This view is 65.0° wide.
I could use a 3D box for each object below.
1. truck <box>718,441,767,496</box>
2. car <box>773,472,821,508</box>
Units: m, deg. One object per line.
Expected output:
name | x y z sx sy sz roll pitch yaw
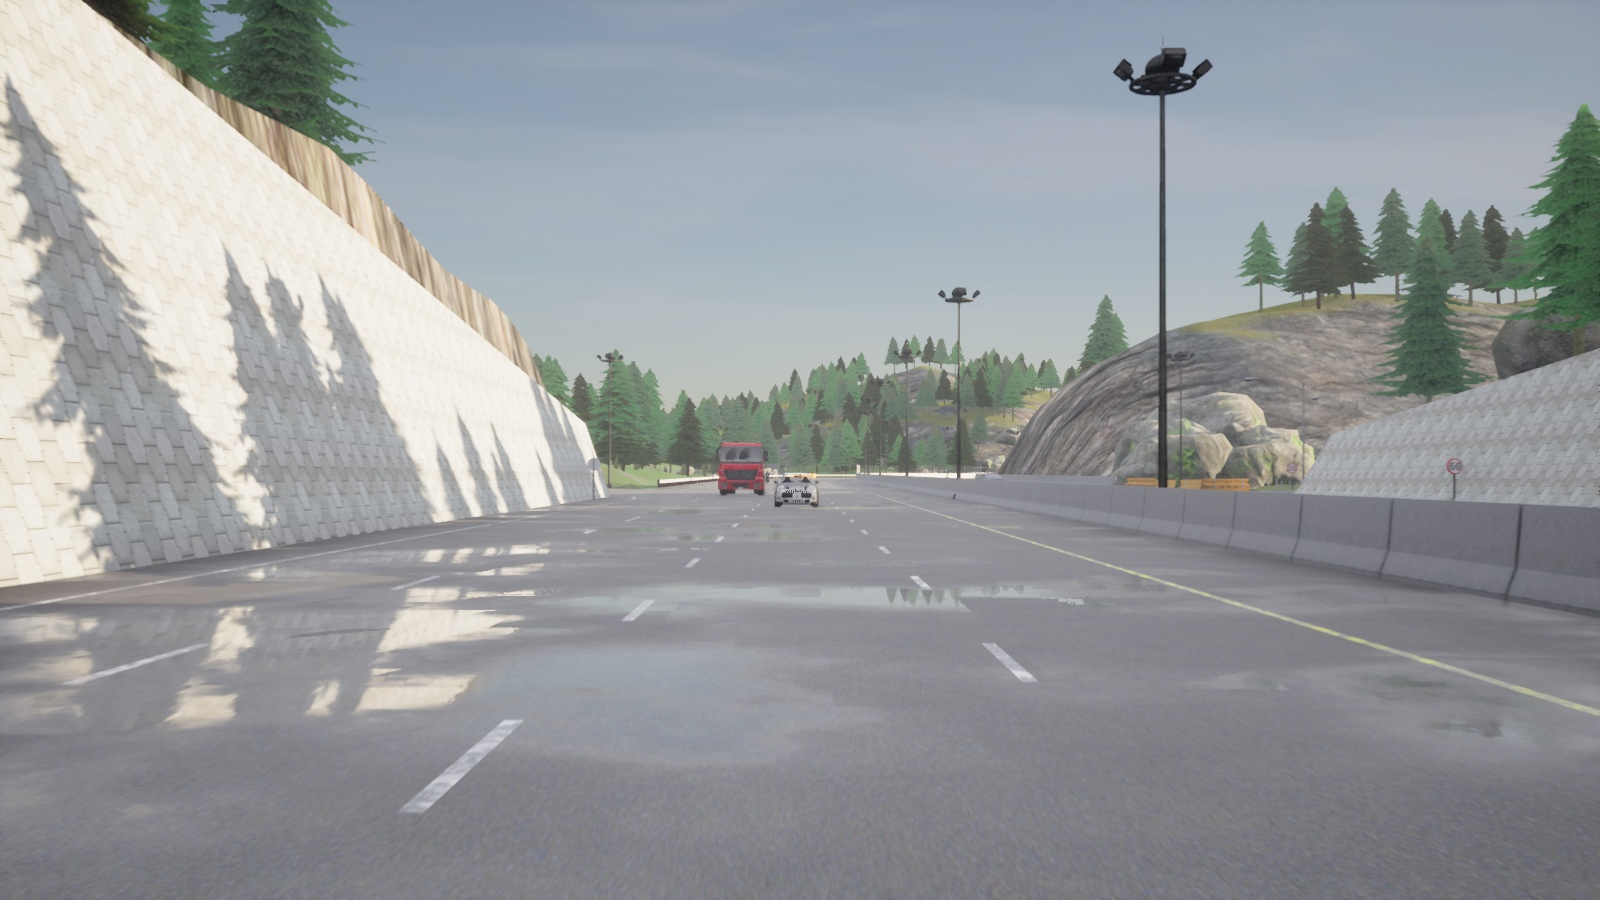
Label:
truck | -3.704 1.228 82.446 2.891 3.462 7.936 0 -1 0
car | -0.131 1.685 54.021 1.970 1.475 3.806 0 -1 0
